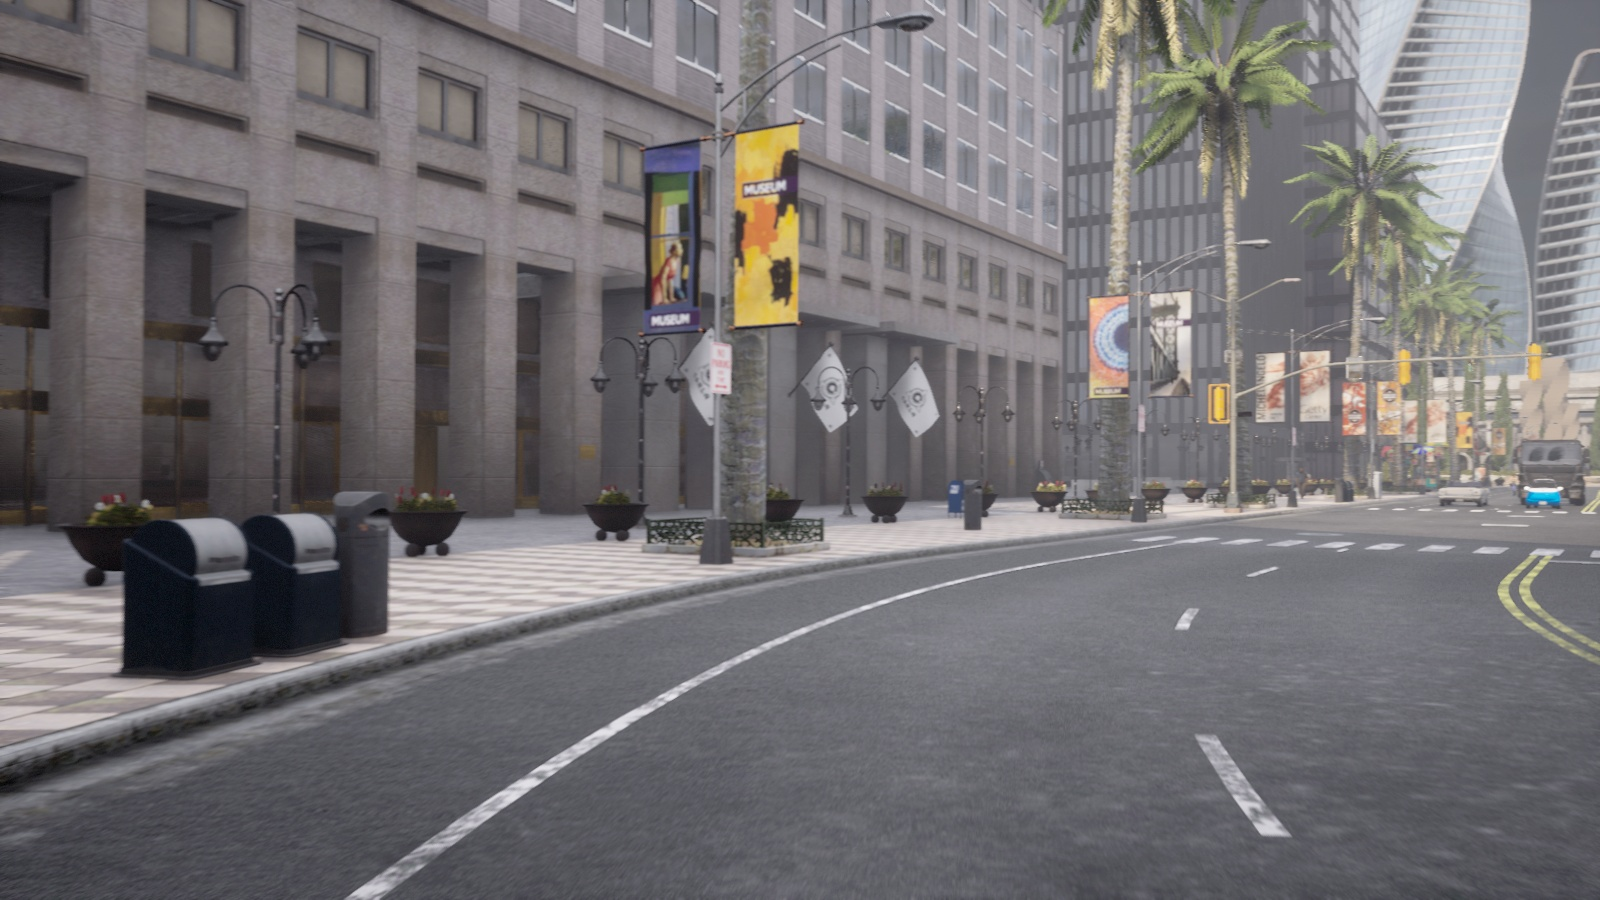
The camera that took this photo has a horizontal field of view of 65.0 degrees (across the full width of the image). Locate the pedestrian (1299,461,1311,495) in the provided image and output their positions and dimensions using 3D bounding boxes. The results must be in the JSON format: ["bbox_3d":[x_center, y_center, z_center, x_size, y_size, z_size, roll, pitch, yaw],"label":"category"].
[{"bbox_3d":[27.536,1.540,68.504,0.540,1.848,0.694,-1,-1,28],"label":"pedestrian"}]

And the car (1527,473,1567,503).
[{"bbox_3d":[34.611,1.744,58.185,1.481,1.376,2.207,-1,-1,33],"label":"car"}]

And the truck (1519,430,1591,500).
[{"bbox_3d":[39.930,0.828,66.275,2.891,3.462,7.936,-1,-1,33],"label":"truck"}]

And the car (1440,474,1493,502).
[{"bbox_3d":[32.950,1.859,62.019,1.895,1.301,4.718,-1,-1,33],"label":"car"}]
